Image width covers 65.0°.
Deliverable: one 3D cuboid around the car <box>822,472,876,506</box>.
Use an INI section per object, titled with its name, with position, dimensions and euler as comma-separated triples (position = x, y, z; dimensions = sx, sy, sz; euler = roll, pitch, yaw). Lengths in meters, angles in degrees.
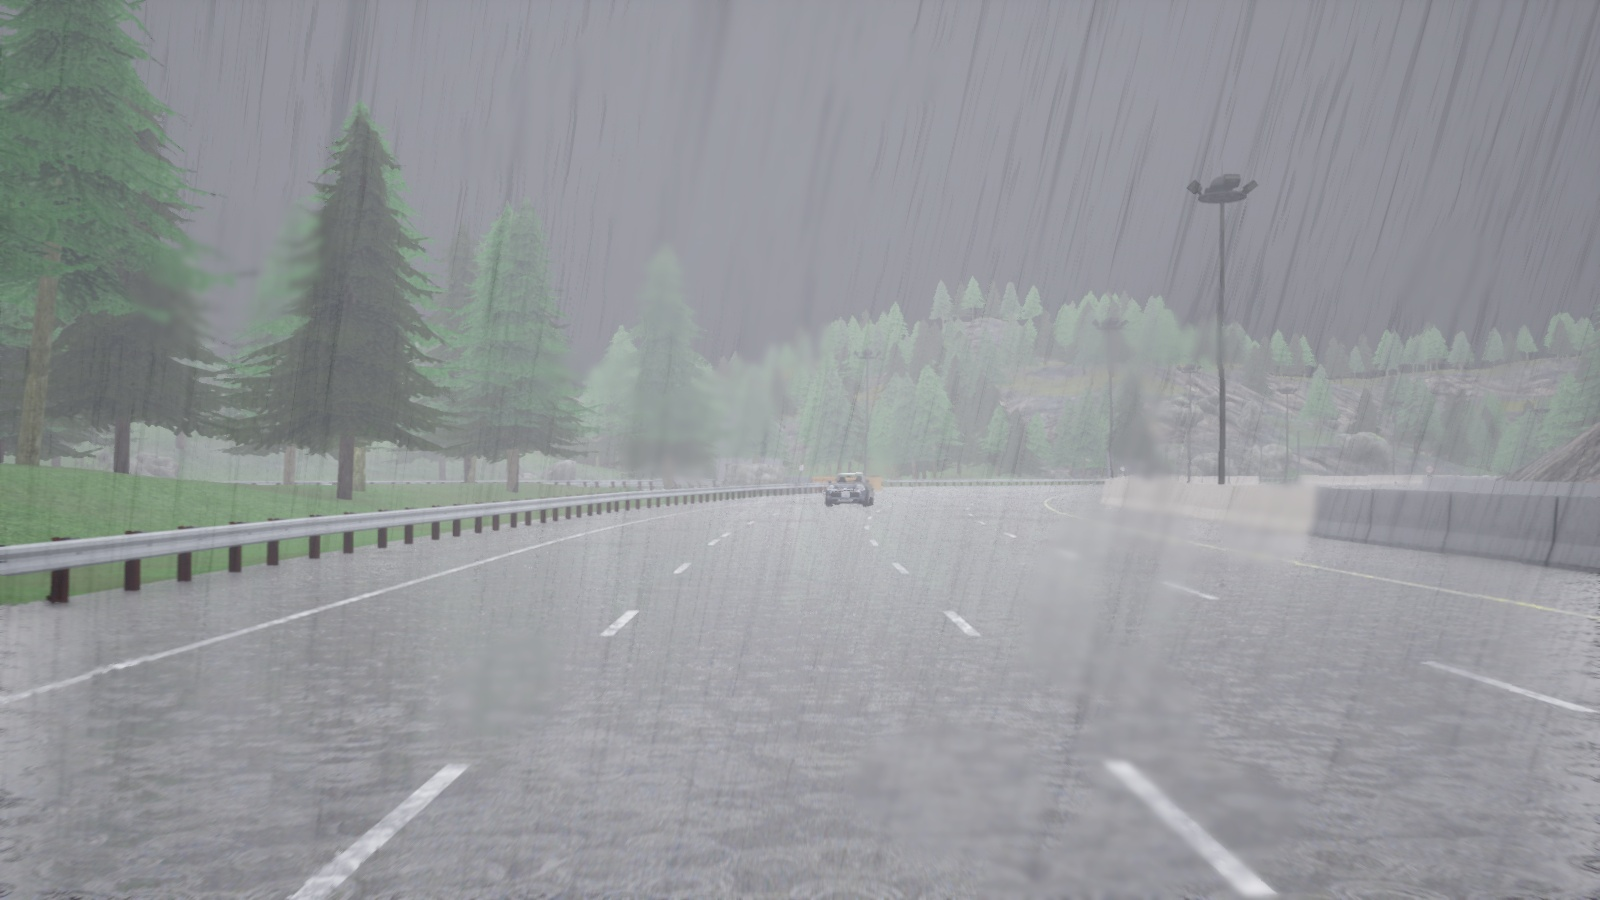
[car]
position = 2.217, 1.705, 55.808
dimensions = 1.970, 1.475, 3.806
euler = 0, -1, 9
